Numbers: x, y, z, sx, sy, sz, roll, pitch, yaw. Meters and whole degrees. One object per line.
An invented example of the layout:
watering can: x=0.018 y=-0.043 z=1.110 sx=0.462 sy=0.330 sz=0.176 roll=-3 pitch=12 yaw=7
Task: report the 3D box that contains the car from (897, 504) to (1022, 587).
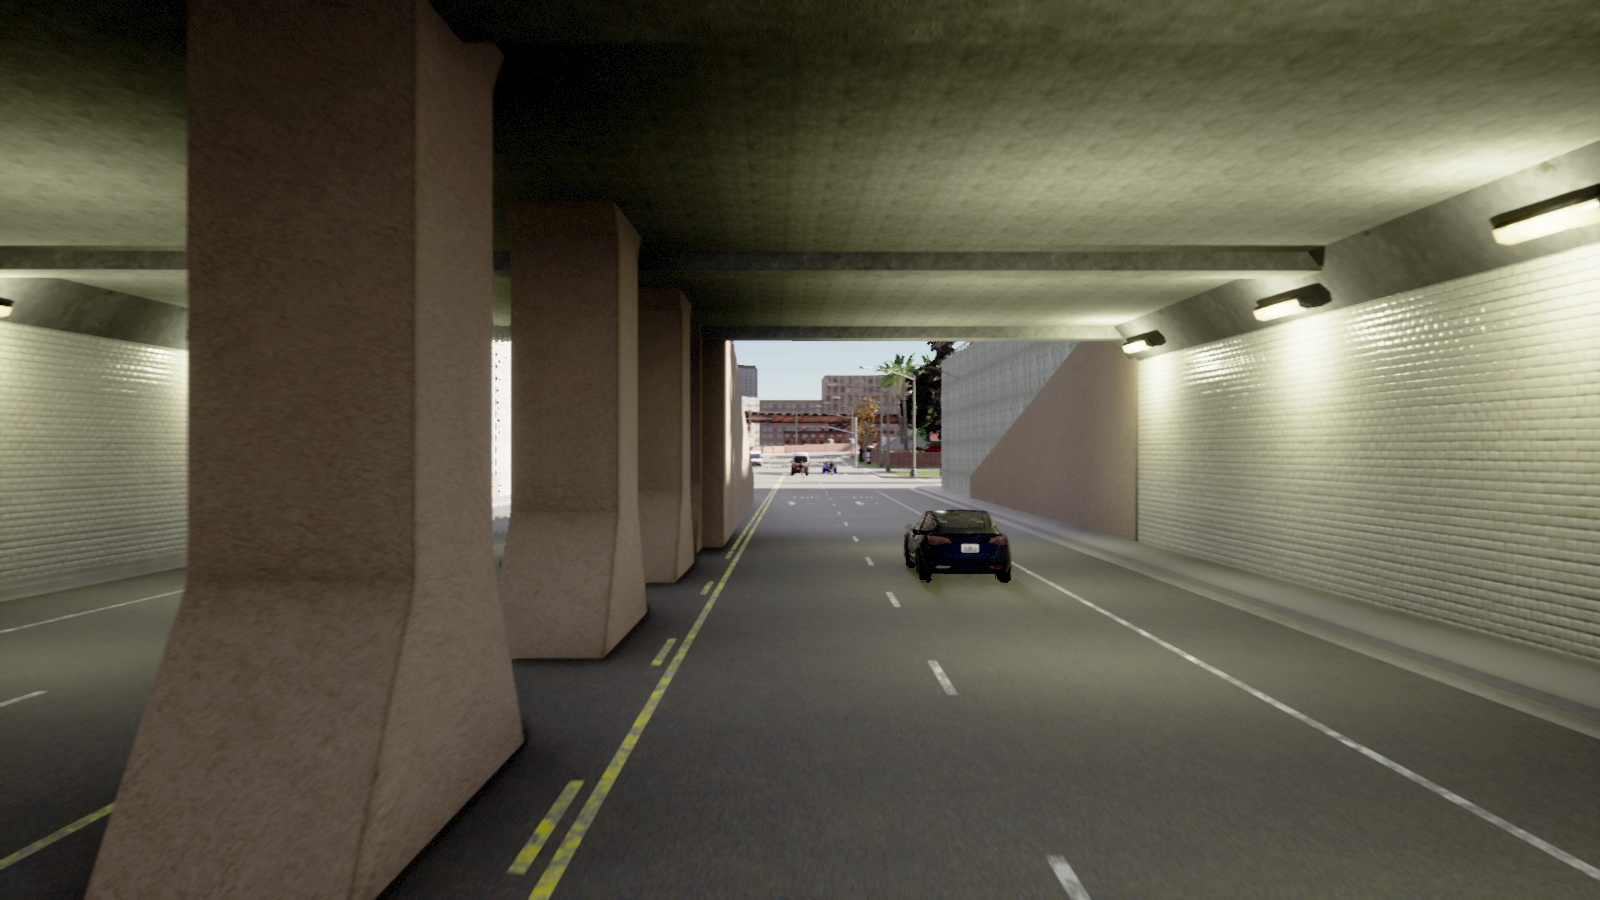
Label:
car: x=3.462 y=2.063 z=25.750 sx=2.163 sy=1.488 sz=4.792 roll=0 pitch=0 yaw=0
